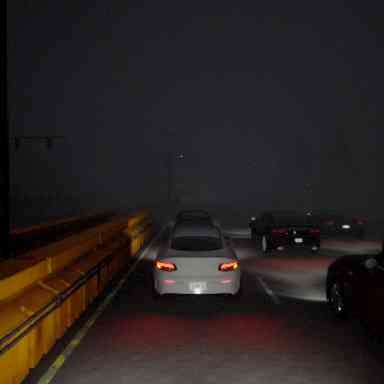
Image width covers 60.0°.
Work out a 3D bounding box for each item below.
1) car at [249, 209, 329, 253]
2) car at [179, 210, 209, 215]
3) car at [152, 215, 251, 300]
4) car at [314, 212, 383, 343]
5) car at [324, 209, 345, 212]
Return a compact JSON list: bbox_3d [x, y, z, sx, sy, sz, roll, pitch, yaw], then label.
[{"bbox_3d":[3.591,1.478,13.679,1.882,1.535,5.008,0,0,0],"label":"car"},{"bbox_3d":[0.088,1.601,17.406,1.895,1.301,4.718,0,0,0],"label":"car"},{"bbox_3d":[0.094,1.526,8.284,1.812,1.442,4.674,0,0,0],"label":"car"},{"bbox_3d":[3.594,1.352,4.507,2.097,1.767,4.553,0,0,0],"label":"car"},{"bbox_3d":[7.088,1.564,17.294,1.994,1.385,4.181,0,0,0],"label":"car"}]
